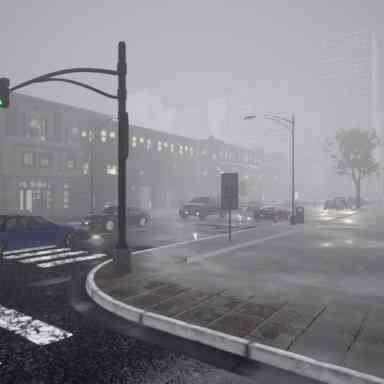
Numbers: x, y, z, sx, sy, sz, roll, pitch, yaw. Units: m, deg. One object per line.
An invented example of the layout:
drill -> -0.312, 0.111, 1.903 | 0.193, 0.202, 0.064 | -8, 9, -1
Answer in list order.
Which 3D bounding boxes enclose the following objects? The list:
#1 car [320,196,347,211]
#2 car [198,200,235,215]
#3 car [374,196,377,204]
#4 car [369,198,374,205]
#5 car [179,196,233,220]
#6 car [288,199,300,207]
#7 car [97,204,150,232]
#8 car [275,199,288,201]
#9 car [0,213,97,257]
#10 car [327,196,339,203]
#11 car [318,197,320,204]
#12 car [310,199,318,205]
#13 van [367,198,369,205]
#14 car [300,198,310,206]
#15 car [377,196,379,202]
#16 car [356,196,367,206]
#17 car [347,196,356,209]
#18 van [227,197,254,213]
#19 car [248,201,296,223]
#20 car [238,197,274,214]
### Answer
car -> 19.252, 1.676, 45.125 | 1.967, 1.590, 4.097 | 0, -1, 35
car -> 2.755, 1.674, 36.261 | 1.752, 1.417, 4.829 | 0, 0, 35
car -> 38.449, 1.948, 72.366 | 1.752, 1.417, 4.829 | 0, -1, 35
car -> 35.168, 1.971, 67.709 | 1.802, 1.307, 4.206 | 0, -1, 35
car -> 1.157, 1.340, 29.490 | 2.150, 2.045, 5.566 | 0, 0, 35
car -> 15.585, 1.815, 54.468 | 2.008, 1.369, 4.403 | 0, -1, 35
car -> -4.732, 1.578, 21.173 | 1.837, 1.490, 4.892 | 0, 0, 34
car -> 12.304, 1.759, 49.812 | 1.752, 1.417, 4.829 | 0, -1, 35
car -> -6.618, 1.578, 12.905 | 2.033, 1.411, 5.357 | 0, -1, 35
car -> 34.683, 1.893, 81.571 | 1.967, 1.590, 4.097 | 0, -1, 35
car -> 28.317, 1.828, 72.537 | 1.967, 1.590, 4.097 | 0, -1, 35
car -> 21.951, 1.876, 63.503 | 2.008, 1.369, 4.403 | 0, -1, 35
van -> 31.985, 1.699, 63.194 | 1.690, 1.788, 3.998 | 0, -1, 35
car -> 18.768, 1.846, 58.985 | 2.008, 1.369, 4.403 | 0, -1, 35
car -> 41.534, 2.037, 76.743 | 1.802, 1.307, 4.206 | 0, -1, 35
car -> 28.802, 1.642, 58.678 | 2.192, 1.841, 5.009 | 0, -1, 35
car -> 22.435, 1.581, 49.643 | 2.192, 1.841, 5.009 | 0, -1, 35
van -> 6.035, 1.518, 40.918 | 1.690, 1.788, 3.998 | 0, 0, 35
car -> 6.564, 1.670, 27.027 | 1.887, 1.381, 4.507 | 0, 0, 35
car -> 7.072, 1.660, 37.861 | 2.128, 1.511, 4.902 | 0, 0, 35
